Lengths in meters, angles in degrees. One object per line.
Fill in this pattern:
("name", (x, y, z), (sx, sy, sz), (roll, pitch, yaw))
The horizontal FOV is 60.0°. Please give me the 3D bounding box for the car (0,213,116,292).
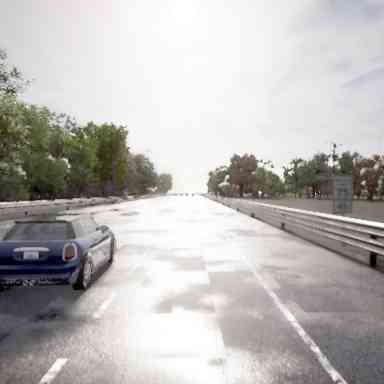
("car", (-3.499, 1.363, 9.199), (2.097, 1.767, 4.553), (0, 0, -2))
